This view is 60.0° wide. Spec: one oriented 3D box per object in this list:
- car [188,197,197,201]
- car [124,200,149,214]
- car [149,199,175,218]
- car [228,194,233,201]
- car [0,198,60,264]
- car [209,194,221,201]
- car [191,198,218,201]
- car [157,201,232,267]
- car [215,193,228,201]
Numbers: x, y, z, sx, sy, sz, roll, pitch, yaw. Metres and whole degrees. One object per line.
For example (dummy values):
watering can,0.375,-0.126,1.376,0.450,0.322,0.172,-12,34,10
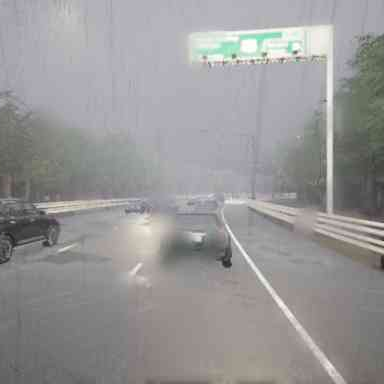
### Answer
car,0.451,1.631,58.139,1.994,1.385,4.181,0,0,8
car,-5.627,1.578,35.304,2.033,1.411,5.357,1,0,5
car,-2.308,1.386,30.940,2.097,1.767,4.553,0,0,4
car,9.066,1.670,88.691,1.895,1.301,4.718,0,0,12
car,-6.811,1.226,11.917,2.150,2.045,5.566,0,0,2
car,2.897,1.543,49.937,1.882,1.535,5.008,0,0,6
car,1.238,1.607,32.434,1.994,1.385,4.181,0,0,4
car,0.180,1.369,11.689,2.097,1.767,4.553,0,0,2
car,5.863,1.297,71.348,2.150,2.045,5.566,0,0,9
